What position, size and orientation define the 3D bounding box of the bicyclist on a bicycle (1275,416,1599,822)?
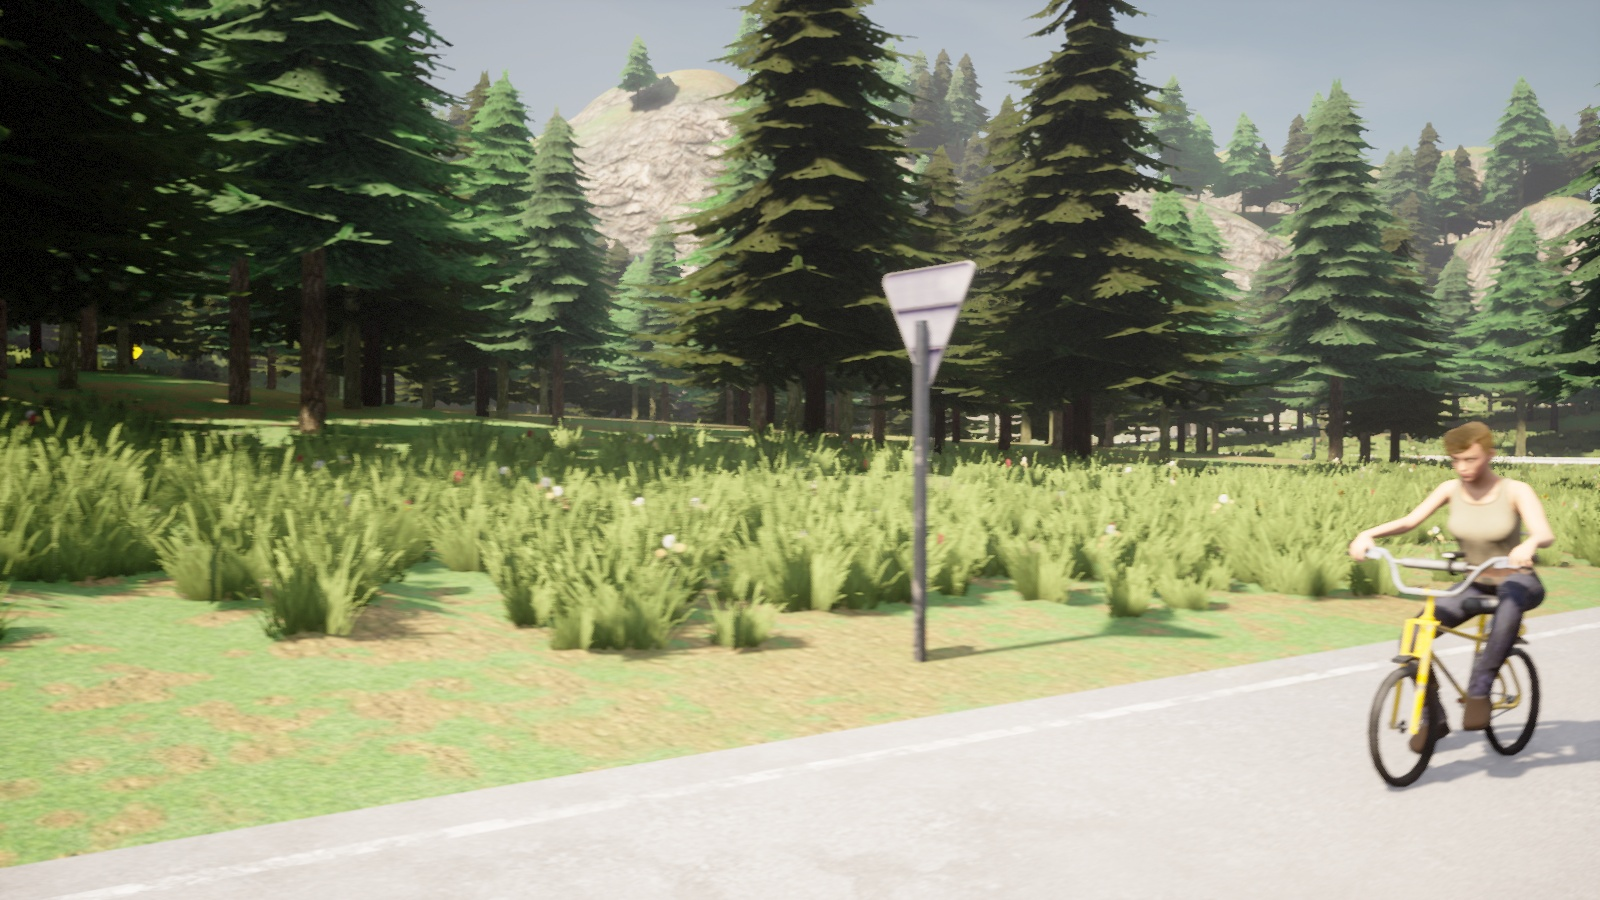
[{"bbox_3d":[3.017,0.664,5.763,1.509,1.612,0.866,0,1,-35],"label":"bicyclist on a bicycle"}]
